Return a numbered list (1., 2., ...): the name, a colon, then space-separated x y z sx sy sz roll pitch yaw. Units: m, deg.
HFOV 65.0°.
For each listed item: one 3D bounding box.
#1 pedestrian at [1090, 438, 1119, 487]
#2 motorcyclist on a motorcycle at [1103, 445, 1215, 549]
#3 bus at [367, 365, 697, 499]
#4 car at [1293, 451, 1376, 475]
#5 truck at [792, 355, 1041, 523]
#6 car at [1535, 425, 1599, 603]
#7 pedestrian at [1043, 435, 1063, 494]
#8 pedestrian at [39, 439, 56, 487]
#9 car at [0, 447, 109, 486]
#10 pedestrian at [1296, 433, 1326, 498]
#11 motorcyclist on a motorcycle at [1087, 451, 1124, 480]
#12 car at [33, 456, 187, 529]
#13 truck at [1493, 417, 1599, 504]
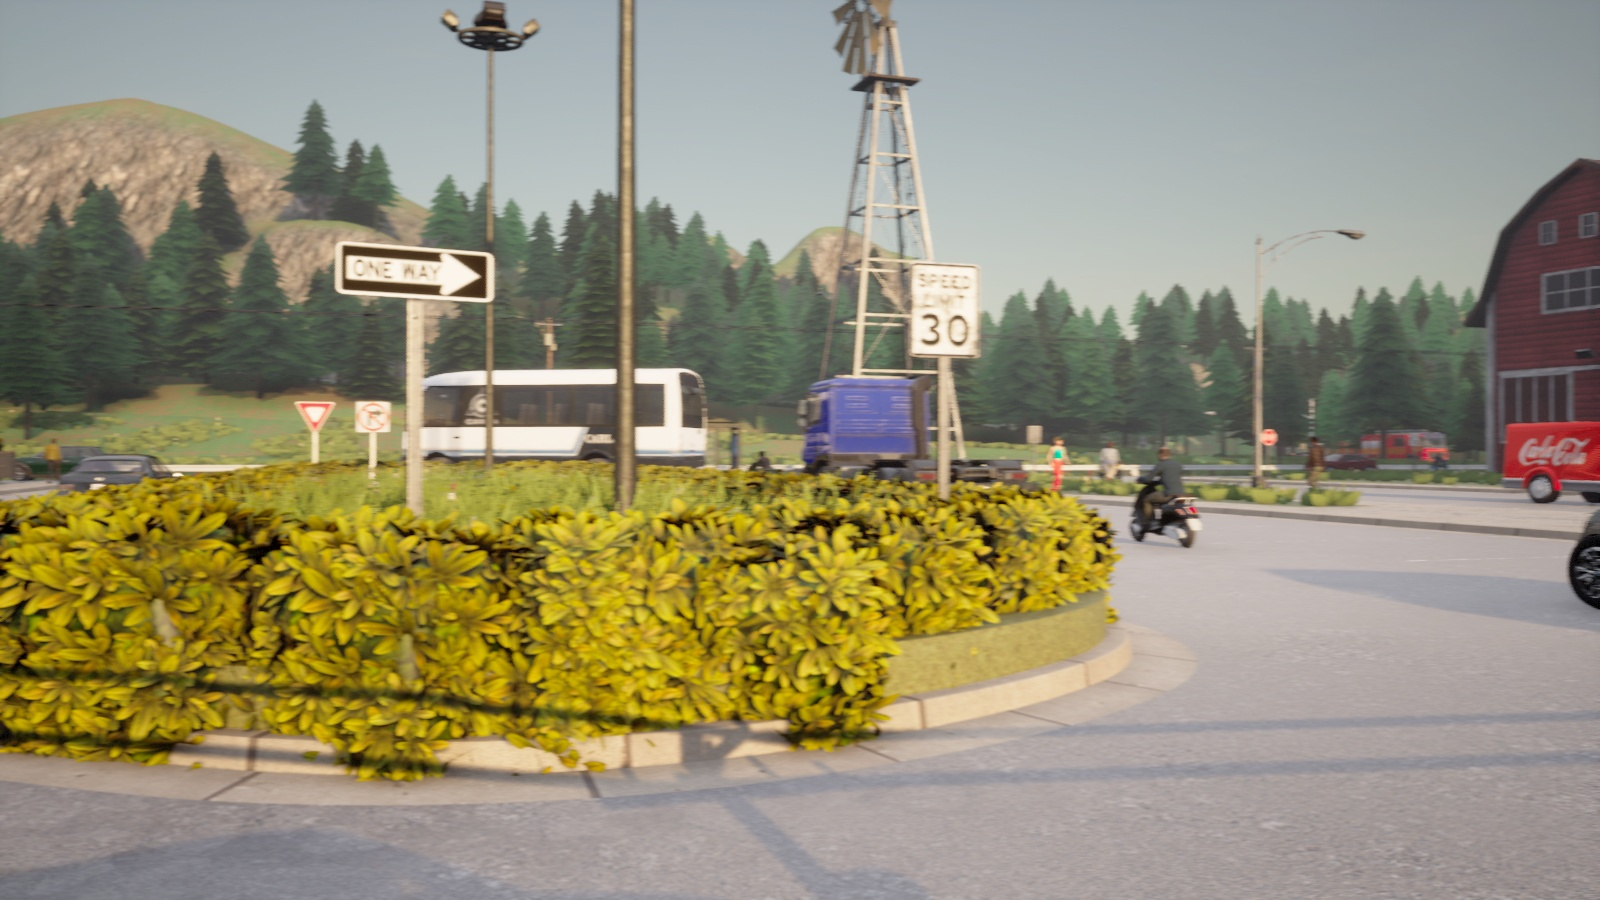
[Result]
1. pedestrian: 11.583 0.465 47.802 0.874 1.855 0.900 0 0 0
2. motorcyclist on a motorcycle: 5.757 0.724 20.266 0.866 1.590 1.817 0 0 -19
3. bus: -9.029 -0.554 42.841 10.273 4.253 3.944 0 0 12
4. car: 34.817 0.818 81.813 5.008 1.535 1.882 0 0 -18
5. truck: 2.456 -0.195 29.965 2.891 3.462 7.936 0 0 -19
6. car: 8.510 0.597 10.558 2.242 1.667 4.611 0 0 5
7. pedestrian: 7.925 0.450 39.343 0.345 1.836 0.594 0 0 -26
8. pedestrian: -29.527 0.509 49.280 0.370 1.835 0.726 0 0 -12
9. car: -35.059 0.733 58.700 4.553 1.767 2.097 0 0 -18
10. pedestrian: 14.615 0.443 35.946 0.431 1.840 0.703 0 0 -20
11. motorcyclist on a motorcycle: 16.456 0.818 67.716 0.797 1.523 2.044 -1 0 -25
12. car: -14.952 0.851 27.531 2.033 1.411 5.357 0 0 -19
13. truck: 23.687 0.293 37.070 2.627 2.467 5.204 0 0 -19
